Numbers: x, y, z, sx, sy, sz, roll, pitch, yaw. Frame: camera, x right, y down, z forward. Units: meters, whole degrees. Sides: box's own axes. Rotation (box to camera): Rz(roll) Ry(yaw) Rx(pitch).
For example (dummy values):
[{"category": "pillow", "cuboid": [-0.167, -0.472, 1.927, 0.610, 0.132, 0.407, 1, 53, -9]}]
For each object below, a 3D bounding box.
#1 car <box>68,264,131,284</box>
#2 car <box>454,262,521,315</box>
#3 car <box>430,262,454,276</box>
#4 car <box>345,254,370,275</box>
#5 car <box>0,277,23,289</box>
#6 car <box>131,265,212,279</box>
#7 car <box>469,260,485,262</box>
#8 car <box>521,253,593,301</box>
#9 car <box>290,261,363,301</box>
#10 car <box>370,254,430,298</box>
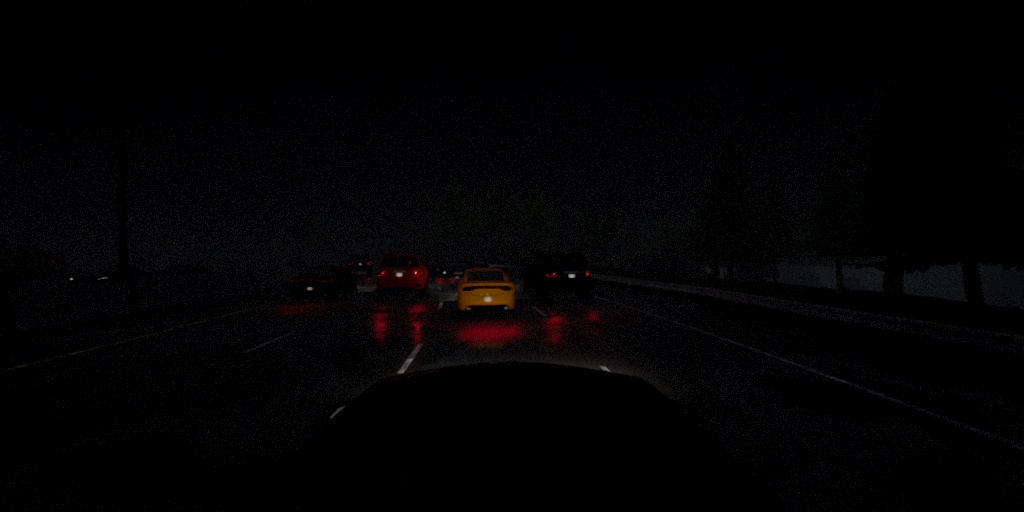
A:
[{"category": "car", "cuboid": [-25.047, 1.267, 22.491, 1.812, 1.442, 4.674, 0, 0, -20]}, {"category": "car", "cuboid": [-1.091, 1.166, 13.418, 1.882, 1.535, 5.008, 0, 0, -8]}, {"category": "car", "cuboid": [-6.862, 1.197, 34.083, 1.895, 1.301, 4.718, 0, 0, -22]}, {"category": "car", "cuboid": [-15.127, 0.846, 35.432, 2.150, 2.045, 5.566, 0, 0, -26]}, {"category": "car", "cuboid": [-26.924, 1.381, 17.080, 1.895, 1.301, 4.718, 0, 0, -16]}, {"category": "car", "cuboid": [-21.559, 1.269, 23.358, 2.033, 1.411, 5.357, 0, 0, -19]}, {"category": "car", "cuboid": [-3.464, 1.102, 34.869, 1.812, 1.442, 4.674, 0, 0, -22]}, {"category": "car", "cuboid": [1.904, 0.877, 16.921, 2.150, 2.045, 5.566, 0, 0, -10]}, {"category": "car", "cuboid": [-8.860, 1.178, 17.253, 1.882, 1.535, 5.008, 0, 0, -11]}, {"category": "car", "cuboid": [-5.481, 0.901, 18.309, 2.150, 2.045, 5.566, 0, 0, -12]}]
